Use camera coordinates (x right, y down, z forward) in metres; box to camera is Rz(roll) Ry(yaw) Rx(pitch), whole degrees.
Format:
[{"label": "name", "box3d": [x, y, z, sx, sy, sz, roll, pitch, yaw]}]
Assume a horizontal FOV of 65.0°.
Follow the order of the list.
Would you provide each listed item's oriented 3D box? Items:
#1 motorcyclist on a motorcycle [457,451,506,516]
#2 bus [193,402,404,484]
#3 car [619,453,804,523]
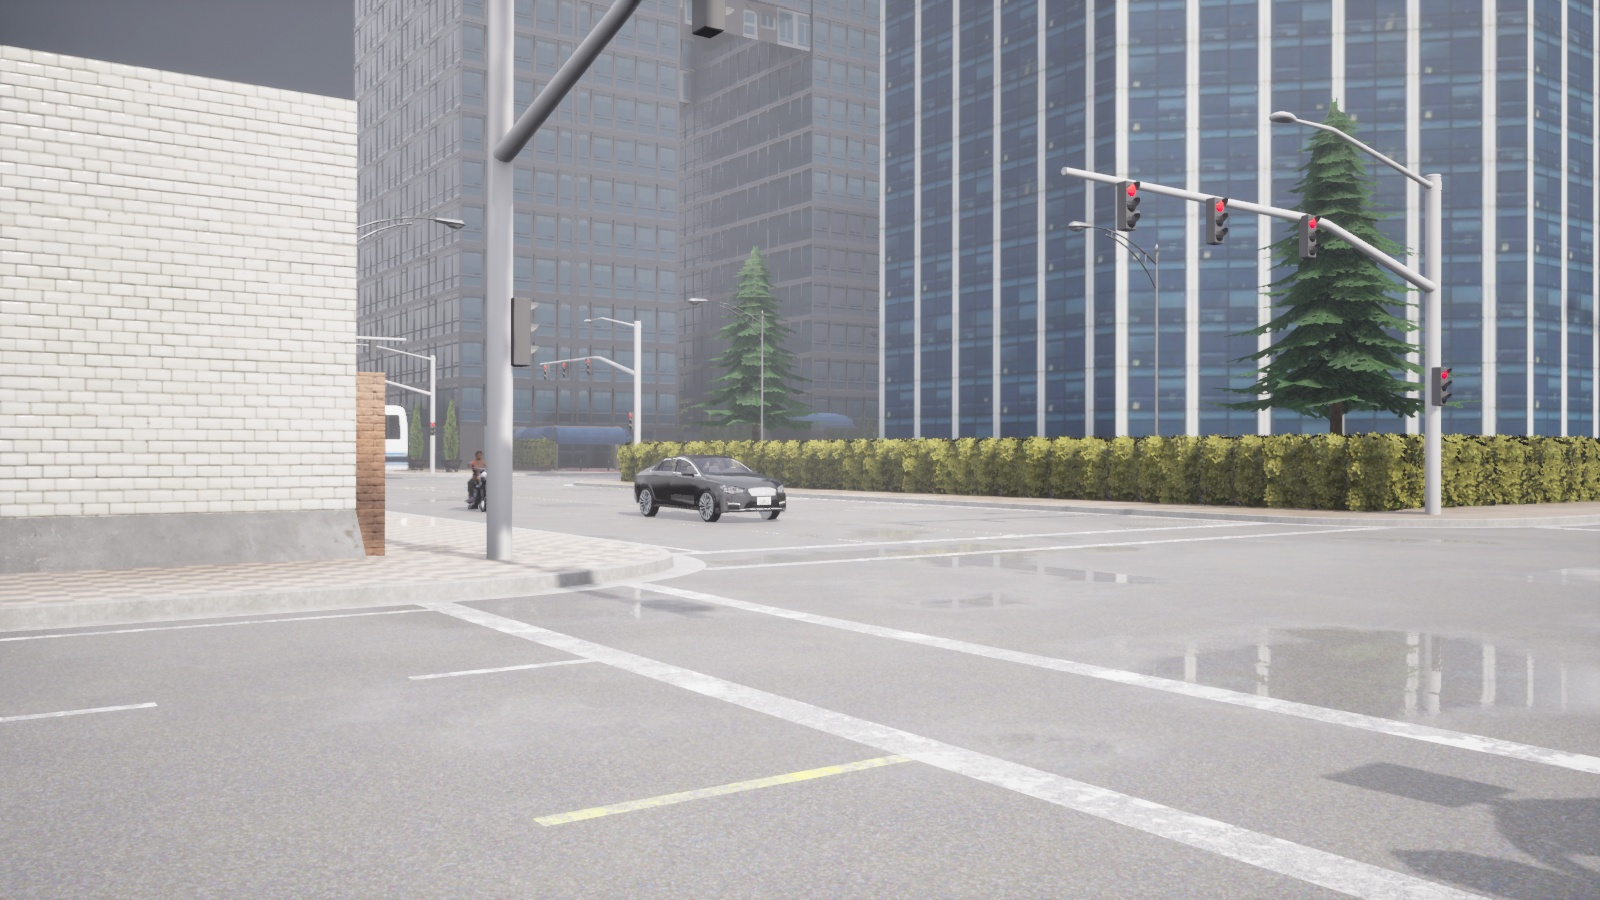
[{"label": "motorcyclist on a motorcycle", "box3d": [-8.329, 0.848, 32.778, 0.766, 1.649, 2.350, 1, 0, -26]}, {"label": "bus", "box3d": [-27.806, -0.346, 69.892, 10.273, 4.253, 3.944, 0, 0, -36]}, {"label": "car", "box3d": [-2.194, 0.834, 29.697, 2.128, 1.511, 4.902, 0, 0, -35]}]
